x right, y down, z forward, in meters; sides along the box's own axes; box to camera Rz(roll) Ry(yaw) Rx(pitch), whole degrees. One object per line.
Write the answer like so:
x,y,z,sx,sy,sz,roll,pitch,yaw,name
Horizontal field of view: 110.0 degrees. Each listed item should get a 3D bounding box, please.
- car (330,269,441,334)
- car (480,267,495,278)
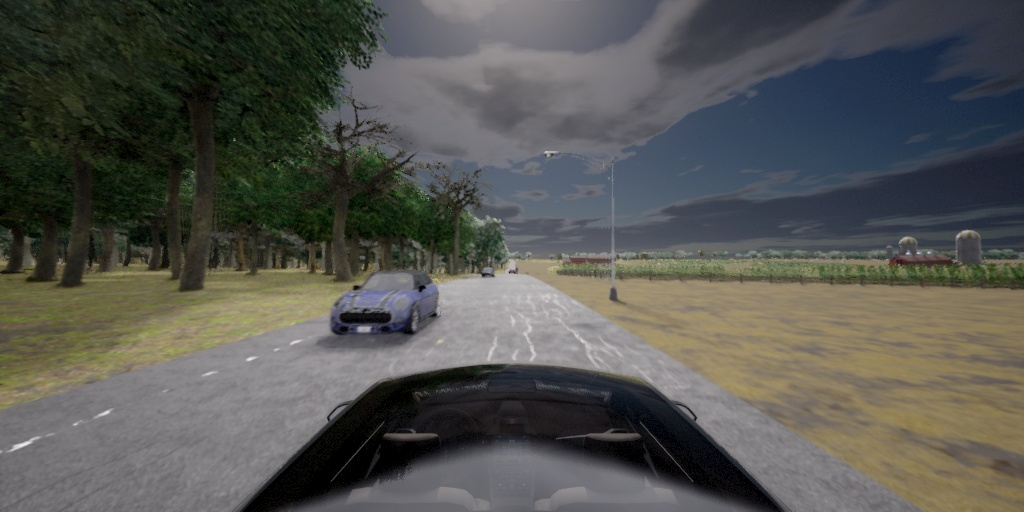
-3.599,1.227,10.985,2.097,1.767,4.553,0,-1,0,car
-3.558,2.453,53.467,1.837,1.490,4.892,0,-2,1,car
